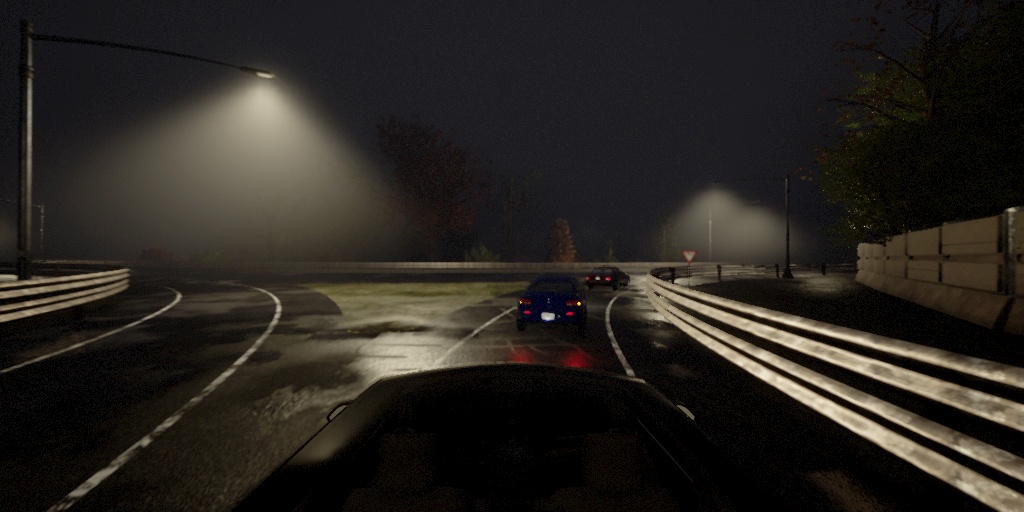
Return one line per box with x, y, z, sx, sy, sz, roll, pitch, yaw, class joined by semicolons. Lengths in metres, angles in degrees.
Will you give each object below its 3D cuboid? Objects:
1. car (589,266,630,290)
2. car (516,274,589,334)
6.248;1.384;23.279;2.033;1.411;5.357;0;0;29;car
1.309;1.307;10.817;1.812;1.442;4.674;0;-1;11;car
